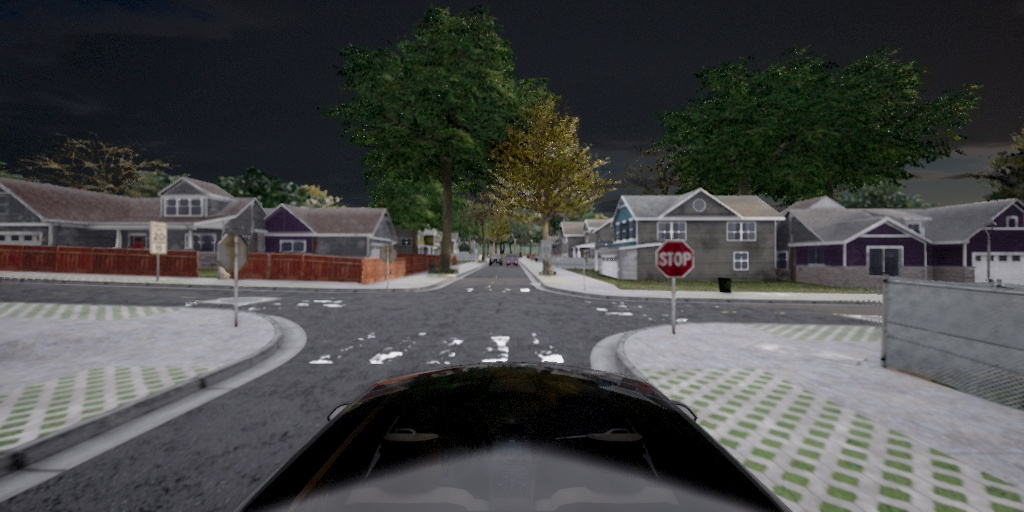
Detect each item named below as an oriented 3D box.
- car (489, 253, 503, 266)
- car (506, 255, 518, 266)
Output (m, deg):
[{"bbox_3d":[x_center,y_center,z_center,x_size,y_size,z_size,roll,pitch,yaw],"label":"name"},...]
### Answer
[{"bbox_3d":[-2.745,0.556,61.562,2.150,2.045,5.566,0,0,0],"label":"car"},{"bbox_3d":[0.005,0.965,57.035,1.895,1.301,4.718,0,0,0],"label":"car"}]
